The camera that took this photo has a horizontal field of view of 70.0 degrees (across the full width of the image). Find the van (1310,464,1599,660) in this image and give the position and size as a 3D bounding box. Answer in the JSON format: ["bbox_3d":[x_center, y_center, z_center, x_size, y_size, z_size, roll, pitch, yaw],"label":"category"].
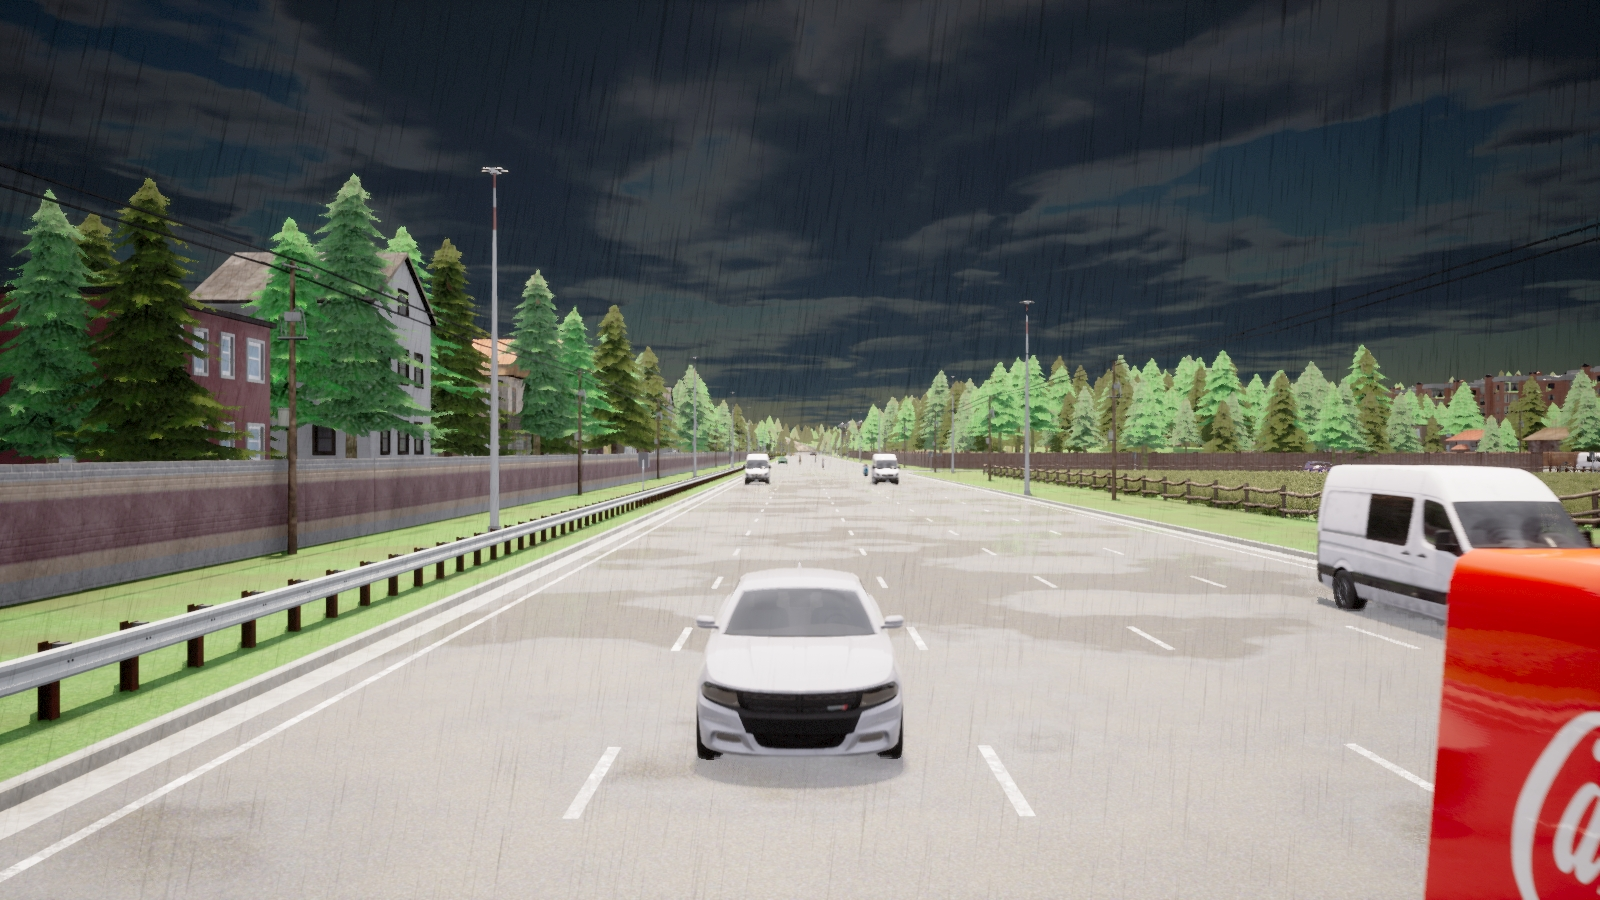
[{"bbox_3d":[10.494,1.547,18.312,1.988,2.561,5.915,0,0,0],"label":"van"}]

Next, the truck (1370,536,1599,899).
[{"bbox_3d":[3.623,1.576,2.124,2.627,2.467,5.204,0,0,2],"label":"truck"}]

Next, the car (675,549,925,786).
[{"bbox_3d":[-0.002,2.043,12.090,2.097,1.535,5.006,0,0,0],"label":"car"}]
